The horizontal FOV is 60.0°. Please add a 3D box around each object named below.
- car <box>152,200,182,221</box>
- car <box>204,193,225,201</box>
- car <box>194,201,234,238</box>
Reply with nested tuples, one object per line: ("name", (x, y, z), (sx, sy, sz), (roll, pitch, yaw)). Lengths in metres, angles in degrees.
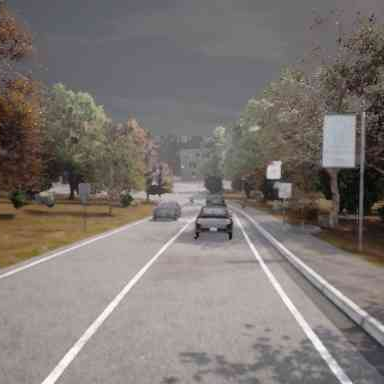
("car", (-1.866, 1.425, 26.149), (1.837, 1.490, 4.892), (1, 0, 4))
("car", (2.554, 1.143, 37.699), (2.150, 2.045, 5.566), (0, 0, 2))
("car", (1.165, 1.465, 17.467), (2.128, 1.511, 4.902), (1, 0, 5))
